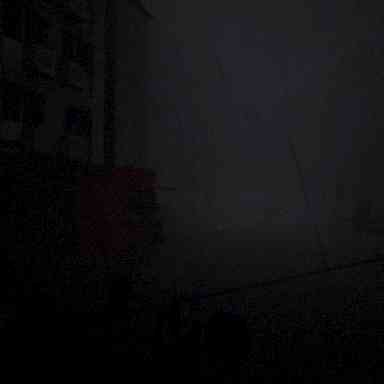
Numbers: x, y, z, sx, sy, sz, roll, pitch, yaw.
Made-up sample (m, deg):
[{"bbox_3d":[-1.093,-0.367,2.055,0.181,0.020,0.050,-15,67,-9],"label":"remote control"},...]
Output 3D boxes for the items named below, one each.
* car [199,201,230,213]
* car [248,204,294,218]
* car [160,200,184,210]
[{"bbox_3d":[2.740,1.853,41.461,1.812,1.442,4.674,1,-1,-35],"label":"car"},{"bbox_3d":[8.032,1.928,34.030,1.895,1.301,4.718,1,-1,-35],"label":"car"},{"bbox_3d":[-3.007,1.891,49.551,1.994,1.385,4.181,1,0,-35],"label":"car"}]
